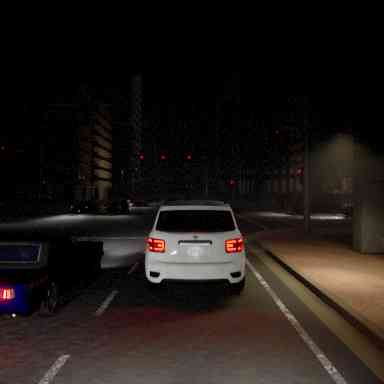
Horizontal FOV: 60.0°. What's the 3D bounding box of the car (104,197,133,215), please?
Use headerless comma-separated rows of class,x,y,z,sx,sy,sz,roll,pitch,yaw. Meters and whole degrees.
car,-7.723,1.477,34.415,1.882,1.535,5.008,0,0,-2

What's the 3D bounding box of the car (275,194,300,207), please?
car,13.251,1.153,47.147,1.932,1.855,4.605,0,0,0

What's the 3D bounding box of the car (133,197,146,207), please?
car,-7.908,1.477,51.271,1.882,1.535,5.008,0,0,0

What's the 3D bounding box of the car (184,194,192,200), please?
car,-0.962,1.303,85.852,1.882,1.535,5.008,0,0,0

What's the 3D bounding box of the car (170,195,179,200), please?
car,-4.462,1.378,85.837,1.994,1.385,4.181,0,0,0

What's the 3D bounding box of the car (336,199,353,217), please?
car,15.459,1.564,29.382,4.181,1.385,1.994,0,0,1

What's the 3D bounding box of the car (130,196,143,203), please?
car,-11.390,1.595,68.833,1.895,1.301,4.718,0,0,0

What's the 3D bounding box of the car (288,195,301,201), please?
car,24.596,1.395,79.670,1.970,1.475,3.806,0,0,0

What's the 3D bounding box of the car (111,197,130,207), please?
car,-11.419,1.547,53.532,2.033,1.411,5.357,0,0,0

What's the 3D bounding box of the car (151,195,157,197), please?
car,-7.892,1.505,69.107,1.837,1.490,4.892,0,0,0

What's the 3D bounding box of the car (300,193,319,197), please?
car,16.145,1.156,47.095,1.905,1.878,3.866,0,0,0

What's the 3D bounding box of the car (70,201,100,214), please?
car,-11.247,1.601,35.163,1.895,1.301,4.718,0,0,-2

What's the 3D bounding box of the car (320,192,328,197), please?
car,30.174,1.153,79.723,1.932,1.855,4.605,0,0,0

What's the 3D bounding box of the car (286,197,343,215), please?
car,12.305,1.505,32.918,4.892,1.490,1.837,0,0,0

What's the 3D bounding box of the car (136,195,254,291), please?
car,0.096,1.221,9.126,2.150,2.045,5.566,0,0,1

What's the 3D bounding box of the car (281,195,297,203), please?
car,18.839,1.395,64.564,1.970,1.475,3.806,0,0,0

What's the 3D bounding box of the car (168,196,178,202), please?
car,-4.428,1.550,77.684,1.994,1.385,4.181,0,0,0

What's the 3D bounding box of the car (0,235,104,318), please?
car,-3.417,1.601,7.376,1.895,1.301,4.718,0,0,1
